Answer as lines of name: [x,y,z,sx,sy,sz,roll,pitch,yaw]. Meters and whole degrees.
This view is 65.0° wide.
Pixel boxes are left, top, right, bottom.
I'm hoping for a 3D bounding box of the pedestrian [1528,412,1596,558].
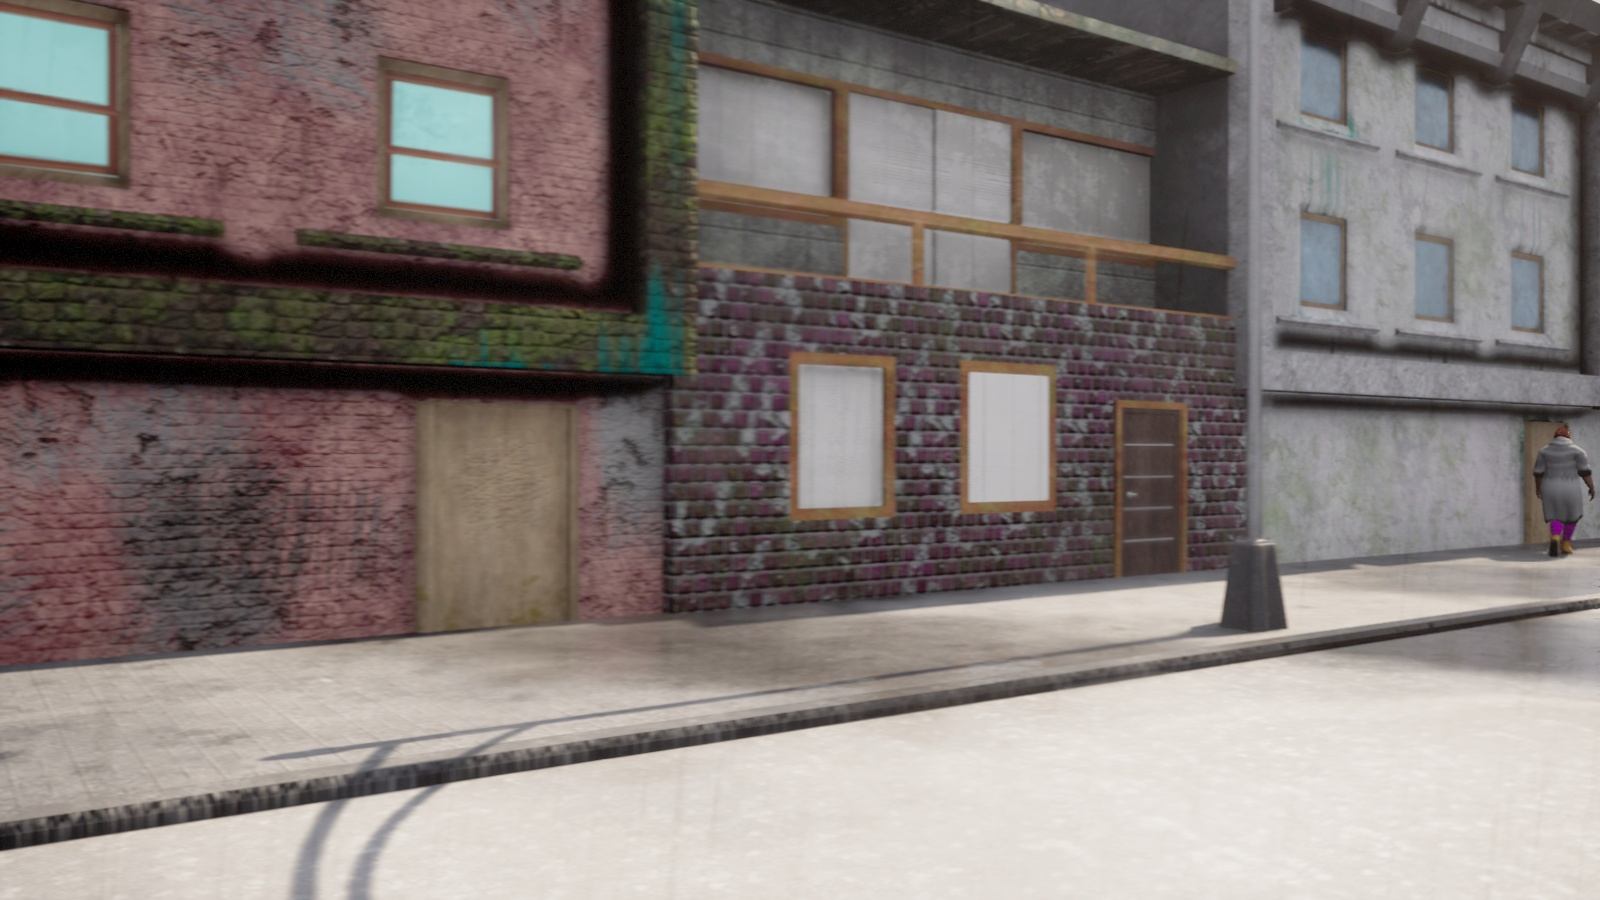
pedestrian: [10.536,0.475,17.365,0.659,1.952,0.873,0,0,41]
